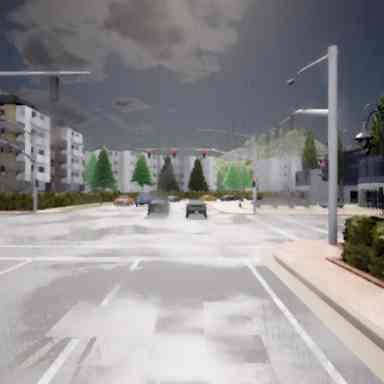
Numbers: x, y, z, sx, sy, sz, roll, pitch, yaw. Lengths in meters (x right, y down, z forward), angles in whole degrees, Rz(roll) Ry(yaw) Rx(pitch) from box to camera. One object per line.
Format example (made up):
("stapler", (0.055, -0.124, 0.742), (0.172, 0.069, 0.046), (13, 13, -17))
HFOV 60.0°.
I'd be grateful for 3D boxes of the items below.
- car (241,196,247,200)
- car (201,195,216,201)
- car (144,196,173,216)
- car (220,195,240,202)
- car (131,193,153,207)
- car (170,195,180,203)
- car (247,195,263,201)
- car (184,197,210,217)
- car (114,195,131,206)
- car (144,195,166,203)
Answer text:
("car", (10.276, 1.372, 80.685), (4.902, 1.511, 2.128), (0, 0, -39))
("car", (3.540, 1.340, 72.806), (1.882, 1.535, 5.008), (0, 0, 35))
("car", (-3.139, 1.416, 32.108), (1.882, 1.535, 5.008), (0, 0, -1))
("car", (8.019, 1.387, 73.078), (2.128, 1.511, 4.902), (0, 0, 38))
("car", (-6.996, 1.127, 49.455), (2.150, 2.045, 5.566), (0, 0, 2))
("car", (-3.956, 1.401, 65.791), (1.812, 1.442, 4.674), (0, 0, 21))
("car", (15.138, 1.373, 80.197), (4.902, 1.511, 2.128), (0, 0, -36))
("car", (0.370, 1.446, 30.652), (1.837, 1.490, 4.892), (0, 0, 0))
("car", (-10.392, 1.255, 50.695), (2.097, 1.767, 4.553), (0, 0, 3))
("car", (-7.377, 1.418, 66.812), (2.033, 1.411, 5.357), (0, 0, 21))
